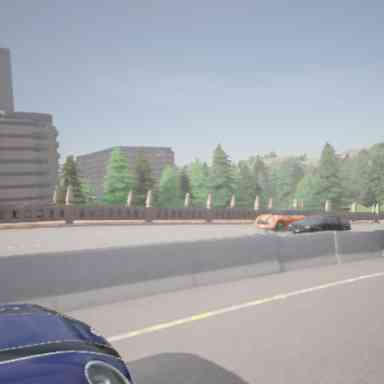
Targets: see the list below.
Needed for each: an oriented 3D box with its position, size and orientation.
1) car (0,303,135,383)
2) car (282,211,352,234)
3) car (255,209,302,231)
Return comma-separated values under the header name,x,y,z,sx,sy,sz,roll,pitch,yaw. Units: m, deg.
name,x,y,z,sx,sy,sz,roll,pitch,yaw
car,-2.562,1.364,1.918,4.553,1.767,2.097,0,0,-36
car,9.078,2.300,23.357,5.357,1.411,2.033,4,-2,-35
car,7.094,2.107,26.238,4.553,1.767,2.097,4,-2,-35
